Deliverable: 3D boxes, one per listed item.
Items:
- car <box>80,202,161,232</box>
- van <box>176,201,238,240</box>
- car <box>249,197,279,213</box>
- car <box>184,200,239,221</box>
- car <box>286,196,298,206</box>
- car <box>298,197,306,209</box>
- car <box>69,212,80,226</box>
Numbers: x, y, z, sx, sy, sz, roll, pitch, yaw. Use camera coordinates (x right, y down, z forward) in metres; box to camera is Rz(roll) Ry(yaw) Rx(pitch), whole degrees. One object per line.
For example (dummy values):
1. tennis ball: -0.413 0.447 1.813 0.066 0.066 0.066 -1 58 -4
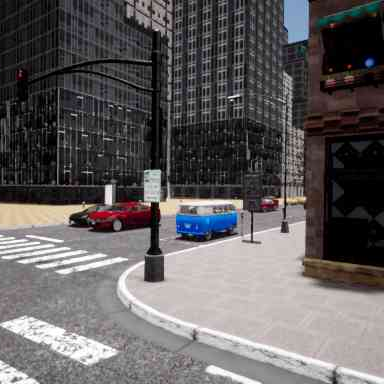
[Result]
1. car: -3.960 1.418 20.196 1.882 1.535 5.008 1 1 34
2. van: 0.877 1.368 17.008 1.690 1.788 3.998 1 1 36
3. car: 7.789 1.505 36.649 1.895 1.301 4.718 1 1 36
4. car: 1.792 1.469 28.256 2.033 1.411 5.357 1 1 36
5. car: 16.456 1.364 53.261 1.752 1.417 4.829 1 1 36
6. car: 15.666 1.429 42.289 2.128 1.511 4.902 1 1 36
7. car: -5.947 1.467 21.879 1.947 1.339 4.313 1 1 36
